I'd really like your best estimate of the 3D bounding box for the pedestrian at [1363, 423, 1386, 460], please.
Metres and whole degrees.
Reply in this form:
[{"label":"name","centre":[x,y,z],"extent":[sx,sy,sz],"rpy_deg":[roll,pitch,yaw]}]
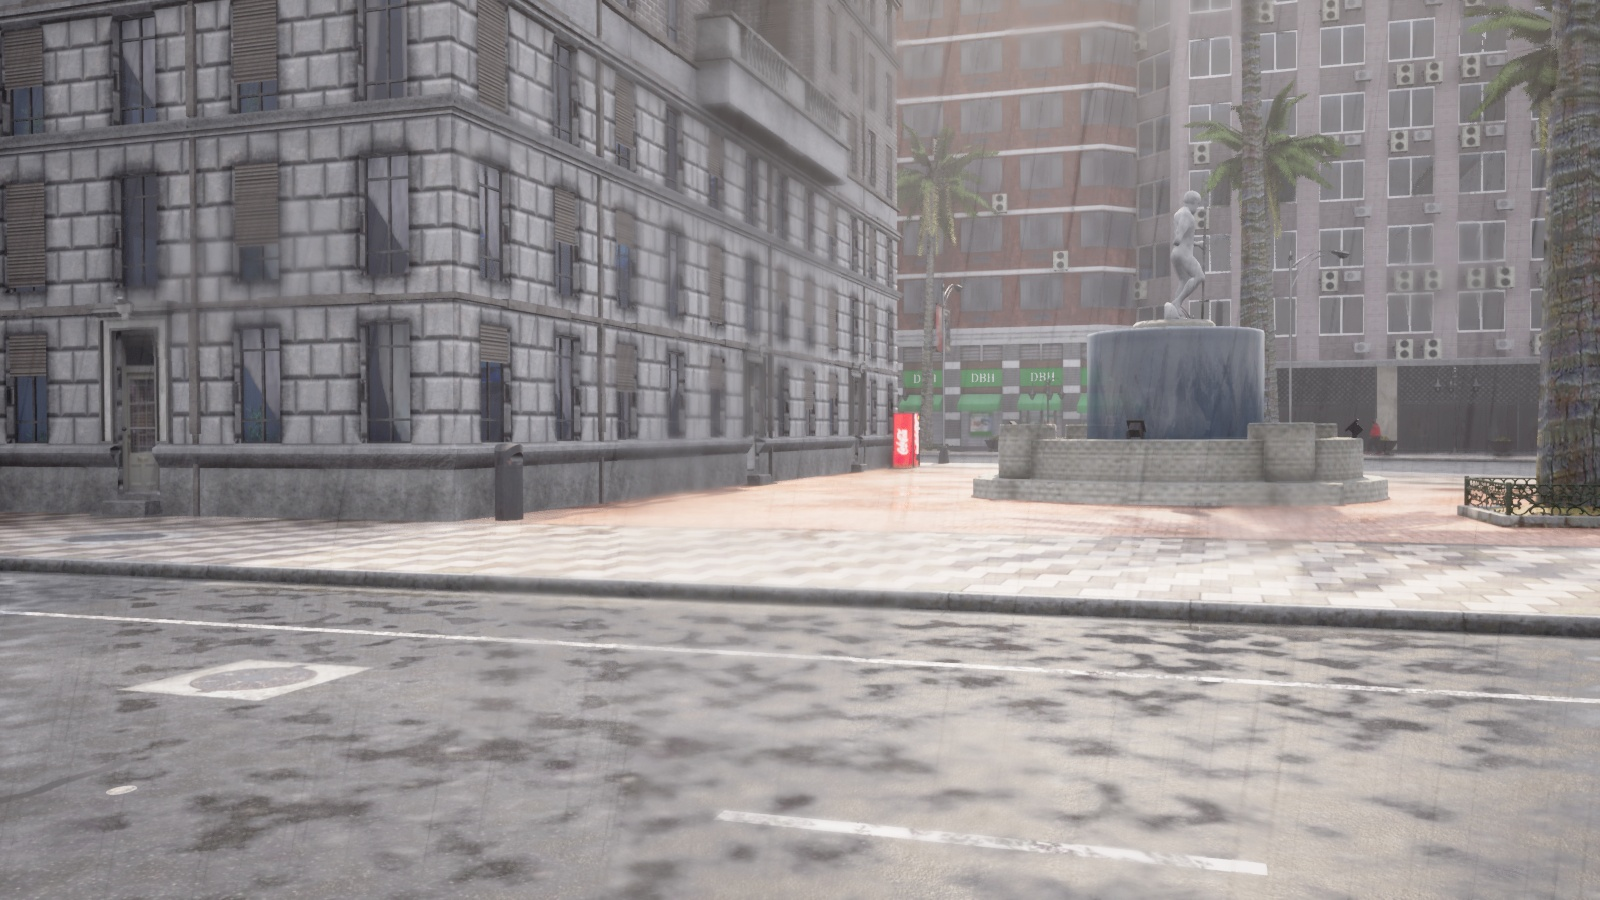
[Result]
[{"label":"pedestrian","centre":[29.474,-0.437,64.377],"extent":[0.899,1.844,0.634],"rpy_deg":[1,1,43]}]
